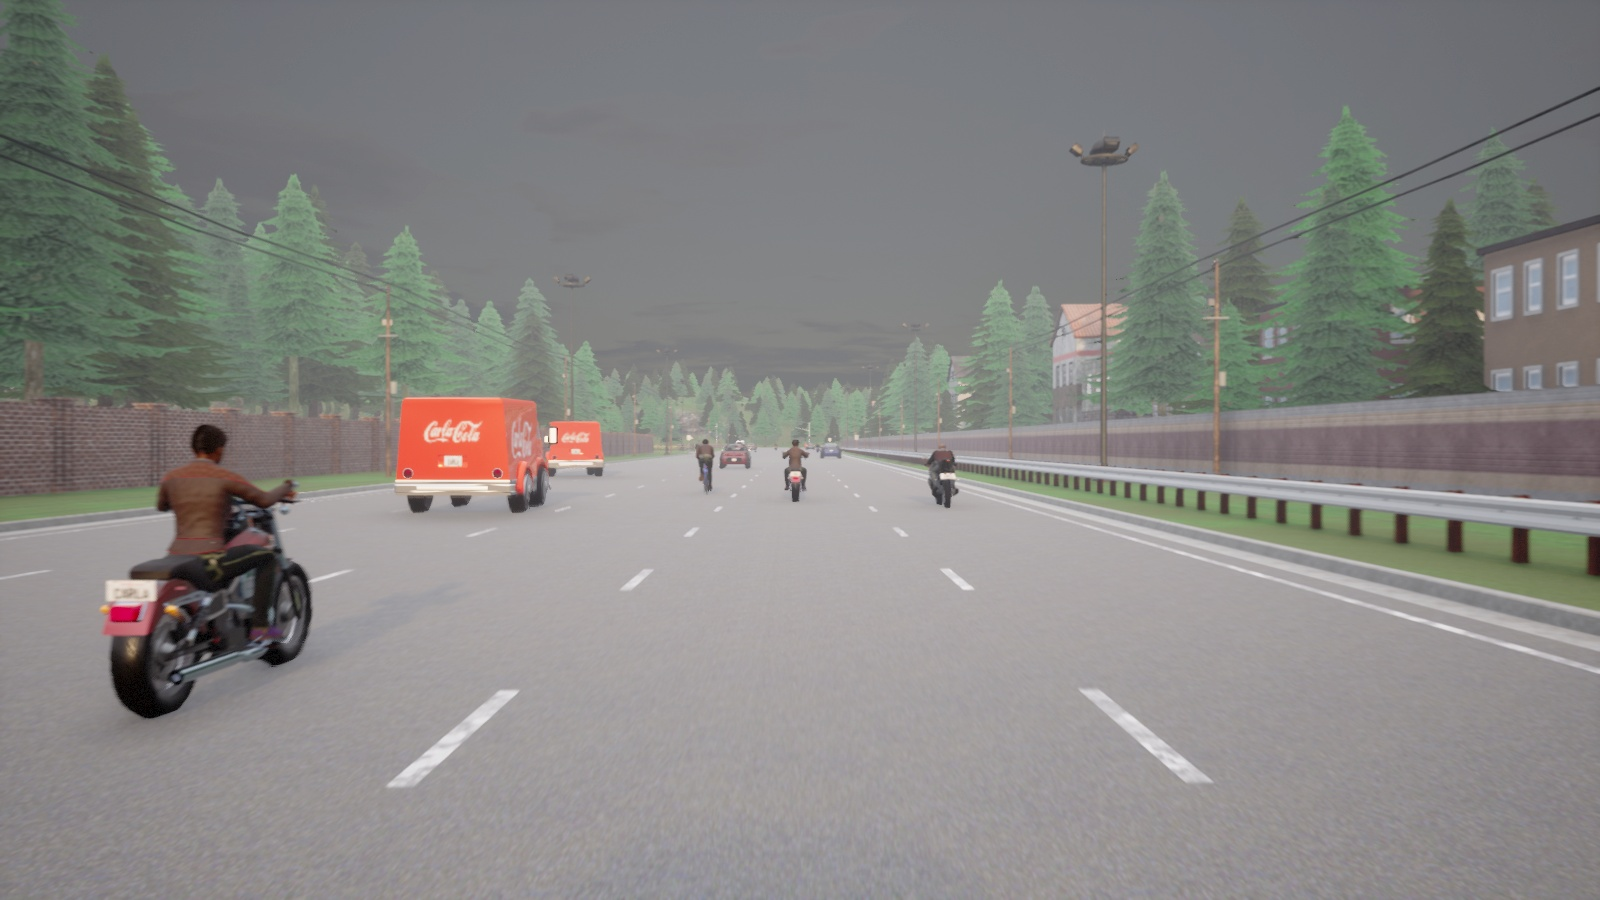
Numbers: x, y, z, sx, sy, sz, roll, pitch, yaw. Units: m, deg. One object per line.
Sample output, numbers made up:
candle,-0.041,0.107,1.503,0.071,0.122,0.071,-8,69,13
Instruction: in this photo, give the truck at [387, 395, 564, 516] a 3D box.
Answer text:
truck,-7.096,0.093,28.170,2.627,2.467,5.204,0,0,0

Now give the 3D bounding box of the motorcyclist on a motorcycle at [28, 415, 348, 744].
motorcyclist on a motorcycle,-3.501,0.649,7.488,0.766,1.649,2.350,0,0,0

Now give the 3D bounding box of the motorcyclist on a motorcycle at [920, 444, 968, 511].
motorcyclist on a motorcycle,3.396,0.627,29.753,0.866,1.530,2.191,0,0,0

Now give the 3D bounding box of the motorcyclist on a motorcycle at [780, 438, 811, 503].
motorcyclist on a motorcycle,-0.118,0.518,32.927,0.766,1.649,2.350,0,0,0

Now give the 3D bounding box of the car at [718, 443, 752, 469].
car,-3.809,0.350,74.294,1.816,1.474,4.193,0,0,0

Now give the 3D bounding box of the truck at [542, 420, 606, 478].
truck,-10.328,-0.070,57.007,2.627,2.467,5.204,0,0,-13
